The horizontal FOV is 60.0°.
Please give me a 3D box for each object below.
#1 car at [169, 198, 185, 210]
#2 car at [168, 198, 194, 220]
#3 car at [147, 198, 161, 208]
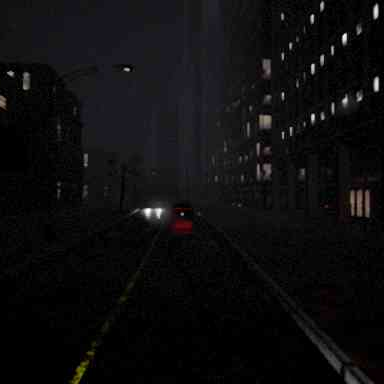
[{"bbox_3d":[-1.957,1.471,42.123,1.812,1.442,4.674,0,0,-5],"label":"car"},{"bbox_3d":[-0.881,1.471,28.046,1.837,1.490,4.892,0,0,-3],"label":"car"},{"bbox_3d":[-5.222,1.536,45.698,1.895,1.301,4.718,0,0,-5],"label":"car"}]
